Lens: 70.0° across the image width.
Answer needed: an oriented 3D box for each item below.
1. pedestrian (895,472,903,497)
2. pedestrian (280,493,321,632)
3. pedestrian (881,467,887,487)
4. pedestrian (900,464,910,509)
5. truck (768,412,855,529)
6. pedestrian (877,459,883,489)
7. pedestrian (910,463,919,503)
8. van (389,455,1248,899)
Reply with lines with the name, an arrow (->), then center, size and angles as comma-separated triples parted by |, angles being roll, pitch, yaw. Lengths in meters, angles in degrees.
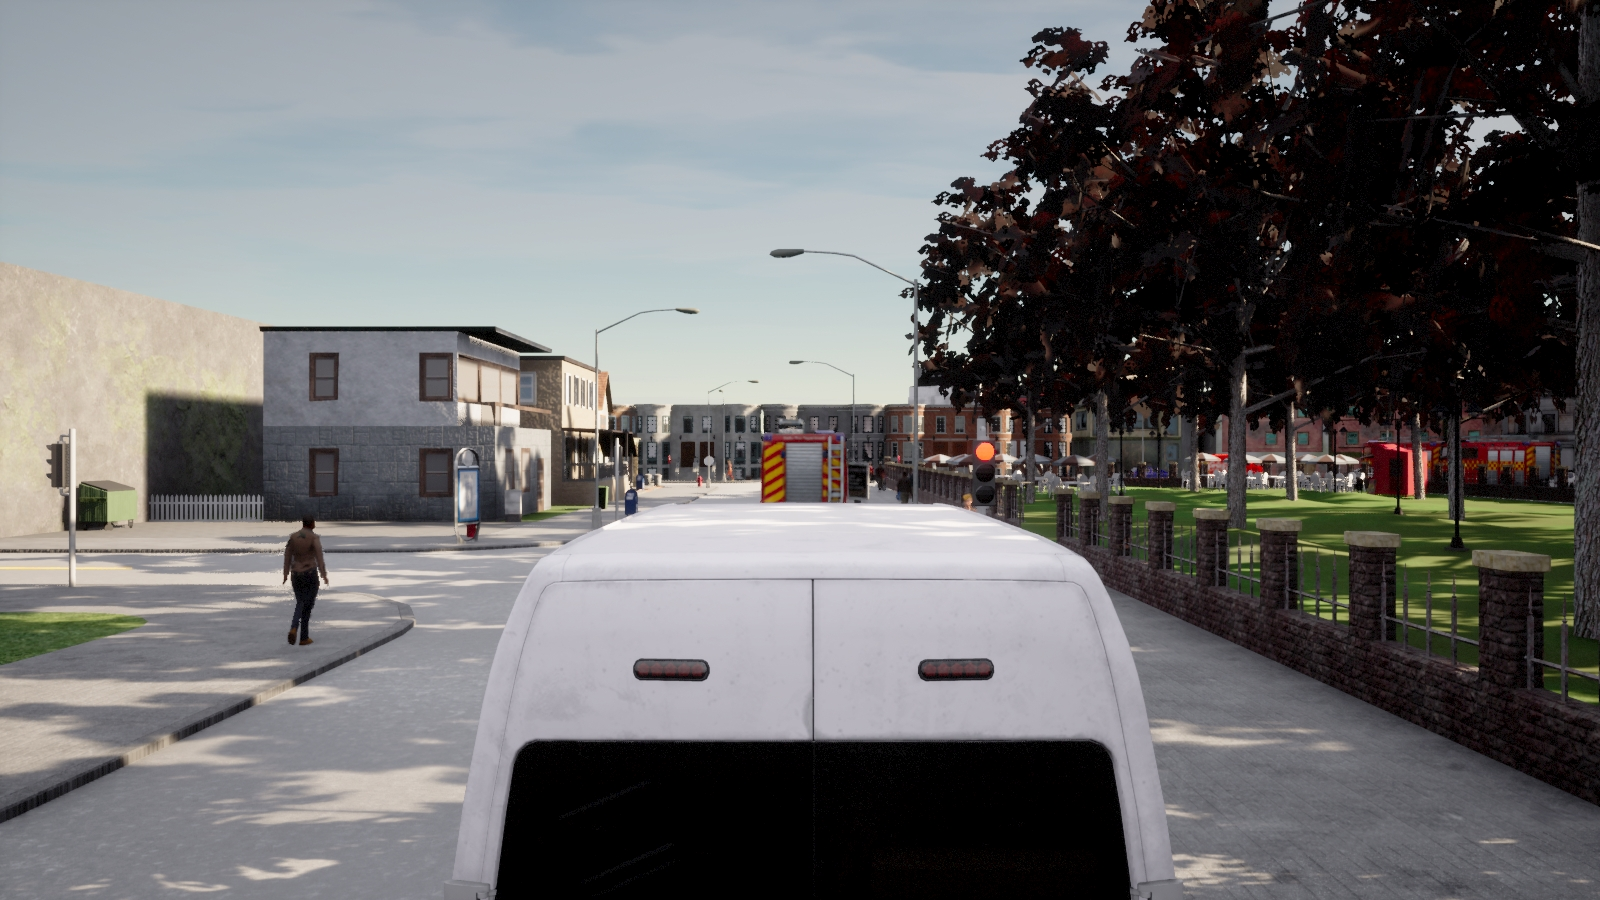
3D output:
pedestrian -> 5.170, 1.805, 59.696 | 0.375, 1.300, 0.375 | 0, 0, 4
pedestrian -> -6.791, 1.517, 15.540 | 0.375, 1.860, 0.375 | 0, 0, 4
pedestrian -> 5.530, 1.796, 75.398 | 0.375, 1.300, 0.375 | 0, 0, 1
pedestrian -> 4.366, 1.525, 47.357 | 0.375, 1.860, 0.375 | 0, 0, 12
truck -> 0.457, 0.670, 41.849 | 2.891, 3.827, 8.468 | 0, 0, 1
pedestrian -> 4.993, 1.525, 71.332 | 0.375, 1.860, 0.375 | 0, 0, -4
pedestrian -> 5.333, 1.525, 53.259 | 0.375, 1.860, 0.375 | 0, 0, 2
van -> 0.036, 1.314, 5.605 | 1.988, 2.561, 5.915 | 0, 0, 0
